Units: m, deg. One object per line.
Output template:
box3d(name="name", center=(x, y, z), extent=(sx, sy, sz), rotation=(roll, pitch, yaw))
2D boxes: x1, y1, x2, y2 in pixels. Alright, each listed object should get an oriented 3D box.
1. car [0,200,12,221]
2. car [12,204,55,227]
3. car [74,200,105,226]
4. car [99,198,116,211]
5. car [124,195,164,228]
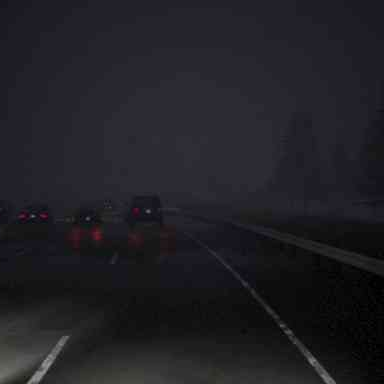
box3d(name="car", center=(-15.822, 1.392, 26.901), extent=(2.097, 1.767, 4.553), rotation=(0, 0, -20))
box3d(name="car", center=(-10.788, 1.574, 23.338), extent=(2.033, 1.411, 5.357), rotation=(0, 0, -17))
box3d(name="car", center=(-7.411, 1.542, 23.893), extent=(1.812, 1.442, 4.674), rotation=(0, 0, -16))
box3d(name="car", center=(-10.629, 1.527, 40.739), extent=(1.837, 1.490, 4.892), rotation=(0, 0, -27))
box3d(name="car", center=(-3.292, 1.228, 22.390), extent=(2.150, 2.045, 5.566), rotation=(0, 0, -15))
